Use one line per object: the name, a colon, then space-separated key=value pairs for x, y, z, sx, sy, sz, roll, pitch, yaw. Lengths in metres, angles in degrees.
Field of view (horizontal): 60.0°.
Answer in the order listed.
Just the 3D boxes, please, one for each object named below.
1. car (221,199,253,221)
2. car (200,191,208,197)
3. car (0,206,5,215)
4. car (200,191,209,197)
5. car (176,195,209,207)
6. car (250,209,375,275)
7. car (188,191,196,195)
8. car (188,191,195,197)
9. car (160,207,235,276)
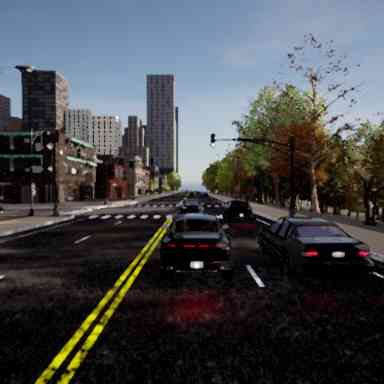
car: x=3.346 y=1.284 z=24.901 sx=1.837 sy=1.490 sz=4.892 roll=0 pitch=0 yaw=0
car: x=3.233 y=0.545 z=92.066 sx=2.033 sy=1.411 sz=5.357 roll=0 pitch=1 yaw=0
car: x=-19.959 y=1.542 z=31.215 sx=4.313 sy=1.339 sz=1.947 roll=-1 pitch=2 yaw=0
car: x=3.234 y=0.781 z=82.066 sx=1.812 sy=1.442 sz=4.674 roll=0 pitch=1 yaw=0
car: x=-0.120 y=1.269 z=25.058 sx=2.128 sy=1.511 sz=4.902 roll=0 pitch=0 yaw=-4
car: x=3.349 y=1.457 z=10.120 sx=2.033 sy=1.411 sz=5.357 roll=0 pitch=0 yaw=0
car: x=-0.016 y=0.781 z=82.065 sx=1.812 sy=1.442 sz=4.674 roll=0 pitch=1 yaw=0
car: x=-0.017 y=0.483 z=92.065 sx=1.882 sy=1.535 sz=5.008 roll=0 pitch=1 yaw=0
car: x=0.102 y=1.414 z=10.051 sx=1.837 sy=1.490 sz=4.892 roll=0 pitch=0 yaw=0
